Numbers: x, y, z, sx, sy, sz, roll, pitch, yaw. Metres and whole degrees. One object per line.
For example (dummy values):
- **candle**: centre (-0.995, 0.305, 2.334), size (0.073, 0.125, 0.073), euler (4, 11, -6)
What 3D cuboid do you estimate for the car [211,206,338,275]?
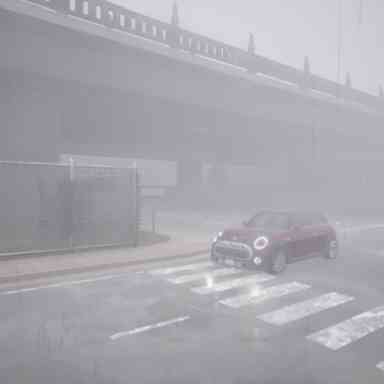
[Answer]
- **car**: centre (2.733, 1.345, 10.622), size (4.553, 1.767, 2.097), euler (0, 0, -41)
